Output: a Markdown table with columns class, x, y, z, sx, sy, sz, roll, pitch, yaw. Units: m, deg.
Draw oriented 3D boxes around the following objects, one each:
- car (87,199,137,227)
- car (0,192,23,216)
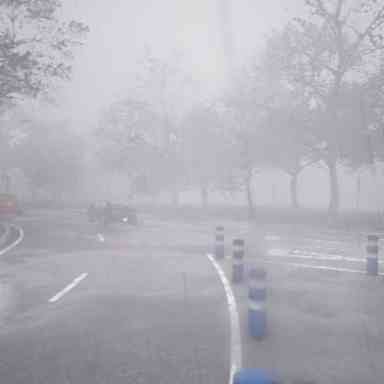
| class | x | y | z | sx | sy | sz | roll | pitch | yaw |
| --- | --- | --- | --- | --- | --- | --- | --- | --- | --- |
| car | -4.819 | 1.174 | 19.821 | 1.837 | 1.490 | 4.892 | 1 | 0 | -31 |
| car | -14.564 | 0.857 | 24.411 | 4.553 | 1.767 | 2.097 | 1 | 1 | 31 |
